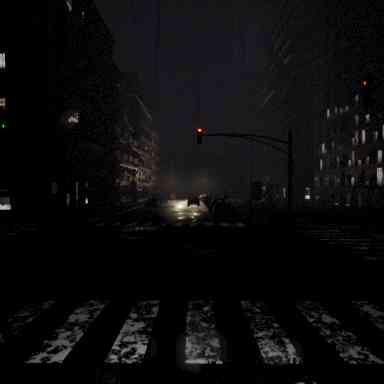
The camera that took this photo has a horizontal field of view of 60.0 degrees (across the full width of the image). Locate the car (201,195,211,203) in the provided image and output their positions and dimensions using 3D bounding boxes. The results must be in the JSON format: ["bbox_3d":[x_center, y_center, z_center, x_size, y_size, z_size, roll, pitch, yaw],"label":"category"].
[{"bbox_3d":[2.870,1.353,69.544,1.967,1.590,4.097,-1,0,0],"label":"car"}]

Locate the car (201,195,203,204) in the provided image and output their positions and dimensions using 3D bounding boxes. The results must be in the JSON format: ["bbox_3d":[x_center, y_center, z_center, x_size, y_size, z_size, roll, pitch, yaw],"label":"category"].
[{"bbox_3d":[2.811,1.490,52.607,1.887,1.381,4.507,-1,0,0],"label":"car"}]

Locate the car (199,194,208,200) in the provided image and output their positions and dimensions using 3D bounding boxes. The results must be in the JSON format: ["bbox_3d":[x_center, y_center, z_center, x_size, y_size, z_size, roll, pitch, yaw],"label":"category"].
[{"bbox_3d":[2.955,1.313,86.482,1.967,1.590,4.097,-1,0,0],"label":"car"}]

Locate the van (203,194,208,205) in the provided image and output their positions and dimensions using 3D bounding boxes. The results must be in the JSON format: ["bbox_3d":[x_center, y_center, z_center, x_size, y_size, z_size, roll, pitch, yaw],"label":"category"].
[{"bbox_3d":[2.790,1.295,46.961,1.690,1.788,3.998,-1,0,0],"label":"van"}]

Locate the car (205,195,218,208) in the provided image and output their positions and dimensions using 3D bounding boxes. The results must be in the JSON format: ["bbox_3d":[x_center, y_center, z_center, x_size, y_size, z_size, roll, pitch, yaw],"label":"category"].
[{"bbox_3d":[2.756,1.410,35.670,1.967,1.590,4.097,-1,0,0],"label":"car"}]

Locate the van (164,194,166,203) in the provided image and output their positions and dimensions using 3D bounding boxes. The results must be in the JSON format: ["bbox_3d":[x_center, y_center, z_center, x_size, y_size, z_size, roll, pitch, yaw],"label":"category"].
[{"bbox_3d":[-5.540,1.286,52.601,1.690,1.788,3.998,-1,0,0],"label":"van"}]

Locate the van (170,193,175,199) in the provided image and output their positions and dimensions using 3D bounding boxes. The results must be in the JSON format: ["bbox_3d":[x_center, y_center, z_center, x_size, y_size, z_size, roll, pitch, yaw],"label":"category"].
[{"bbox_3d":[-5.467,1.242,75.186,1.690,1.788,3.998,-1,0,0],"label":"van"}]

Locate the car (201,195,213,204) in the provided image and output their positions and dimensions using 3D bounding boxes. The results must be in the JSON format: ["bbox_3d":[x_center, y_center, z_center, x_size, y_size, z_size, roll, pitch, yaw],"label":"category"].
[{"bbox_3d":[2.846,1.365,63.898,1.967,1.590,4.097,-1,0,0],"label":"car"}]

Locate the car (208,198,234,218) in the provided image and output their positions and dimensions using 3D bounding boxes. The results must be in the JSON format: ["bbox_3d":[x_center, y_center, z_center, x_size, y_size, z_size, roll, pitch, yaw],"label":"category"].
[{"bbox_3d":[2.739,1.522,30.024,1.887,1.381,4.507,-1,0,0],"label":"car"}]

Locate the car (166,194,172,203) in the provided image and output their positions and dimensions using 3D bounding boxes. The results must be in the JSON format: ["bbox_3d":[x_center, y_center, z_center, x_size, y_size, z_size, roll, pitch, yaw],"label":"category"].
[{"bbox_3d":[-5.501,1.470,63.892,1.887,1.381,4.507,-1,0,0],"label":"car"}]

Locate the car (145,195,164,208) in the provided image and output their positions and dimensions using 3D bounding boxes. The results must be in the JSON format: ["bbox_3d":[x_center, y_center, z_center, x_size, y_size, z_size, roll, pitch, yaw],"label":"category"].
[{"bbox_3d":[-5.554,1.520,46.955,1.947,1.339,4.313,-1,0,0],"label":"car"}]

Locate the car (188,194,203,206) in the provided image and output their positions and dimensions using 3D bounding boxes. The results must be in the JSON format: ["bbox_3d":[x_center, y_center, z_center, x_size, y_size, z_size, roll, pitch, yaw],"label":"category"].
[{"bbox_3d":[0.265,1.436,52.845,2.128,1.511,4.902,0,0,0],"label":"car"}]
